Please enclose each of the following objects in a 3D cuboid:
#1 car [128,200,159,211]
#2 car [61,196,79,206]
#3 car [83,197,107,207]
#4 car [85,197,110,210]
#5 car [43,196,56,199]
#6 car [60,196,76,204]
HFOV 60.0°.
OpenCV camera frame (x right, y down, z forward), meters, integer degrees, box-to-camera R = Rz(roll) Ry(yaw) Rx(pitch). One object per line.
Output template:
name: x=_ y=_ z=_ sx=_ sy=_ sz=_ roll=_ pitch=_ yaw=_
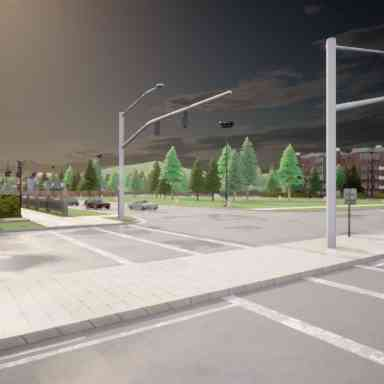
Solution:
car: x=-5.854 y=1.601 z=40.078 sx=1.895 sy=1.301 sz=4.718 roll=0 pitch=0 yaw=-36
car: x=-19.412 y=1.504 z=52.795 sx=1.837 sy=1.490 sz=4.892 roll=0 pitch=0 yaw=-36
car: x=-15.640 y=1.547 z=53.554 sx=2.033 sy=1.411 sz=5.357 roll=0 pitch=0 yaw=-36
car: x=-12.154 y=1.601 z=42.802 sx=1.895 sy=1.301 sz=4.718 roll=0 pitch=0 yaw=-36
car: x=-27.402 y=1.492 z=63.943 sx=1.837 sy=1.490 sz=4.892 roll=0 pitch=0 yaw=-36
car: x=-24.779 y=1.477 z=66.286 sx=1.837 sy=1.490 sz=4.892 roll=0 pitch=0 yaw=-36
